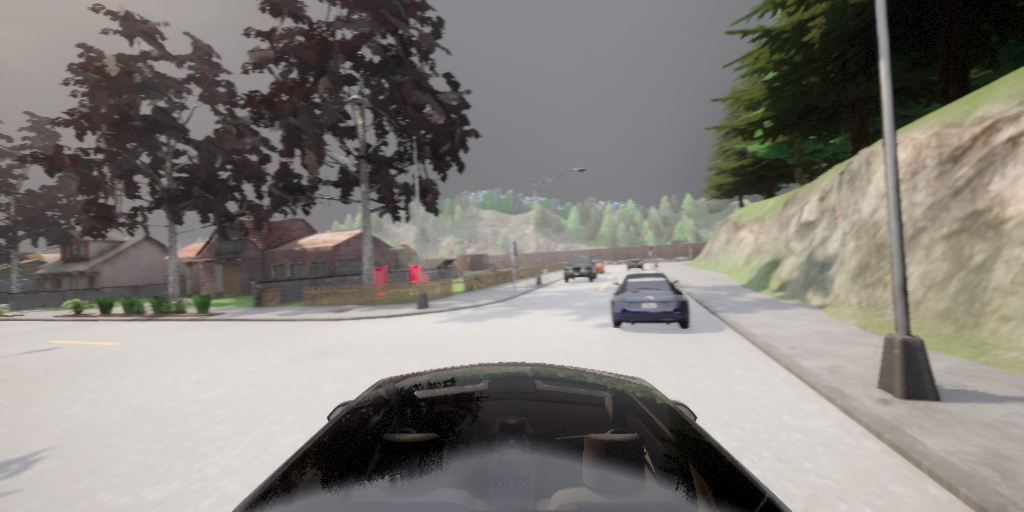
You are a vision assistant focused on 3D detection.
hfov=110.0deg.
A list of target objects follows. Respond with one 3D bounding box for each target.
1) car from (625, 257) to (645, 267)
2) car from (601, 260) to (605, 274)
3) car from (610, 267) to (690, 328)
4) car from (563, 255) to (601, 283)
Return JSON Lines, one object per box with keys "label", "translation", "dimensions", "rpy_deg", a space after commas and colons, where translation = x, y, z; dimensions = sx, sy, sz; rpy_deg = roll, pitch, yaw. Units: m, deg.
{"label": "car", "translation": [13.804, 0.895, 40.203], "dimensions": [1.837, 1.490, 4.892], "rpy_deg": [-3, -1, 18]}
{"label": "car", "translation": [8.685, 1.005, 38.059], "dimensions": [2.097, 1.767, 4.553], "rpy_deg": [-3, -1, 19]}
{"label": "car", "translation": [4.028, 1.185, 10.783], "dimensions": [1.994, 1.385, 4.181], "rpy_deg": [-3, -1, 18]}
{"label": "car", "translation": [5.559, 0.950, 28.740], "dimensions": [2.150, 2.045, 5.566], "rpy_deg": [-3, -1, 18]}
